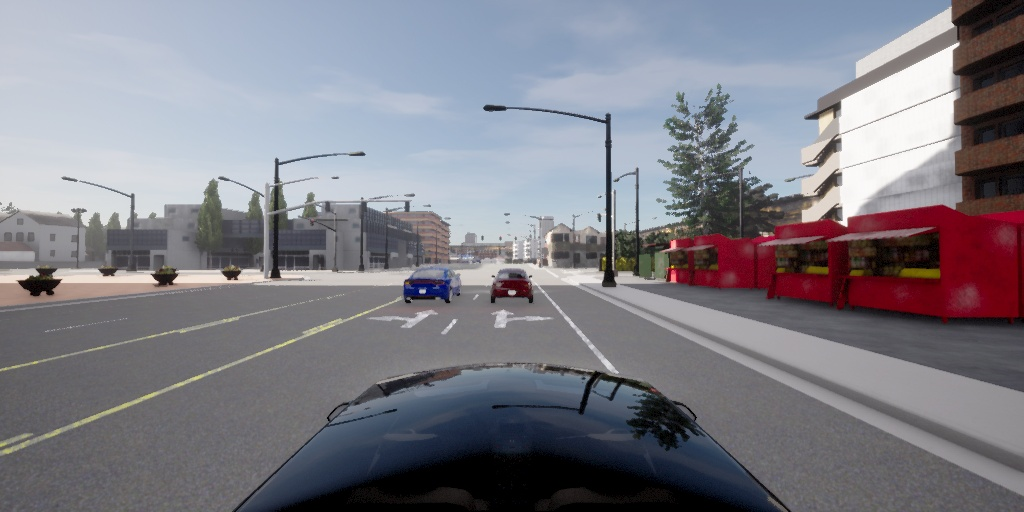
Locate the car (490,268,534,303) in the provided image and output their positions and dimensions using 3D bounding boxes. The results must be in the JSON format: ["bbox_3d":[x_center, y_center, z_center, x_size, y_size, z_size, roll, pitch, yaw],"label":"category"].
[{"bbox_3d":[0.000,1.287,16.502,1.812,1.442,4.674,0,0,0],"label":"car"}]

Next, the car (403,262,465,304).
[{"bbox_3d":[-3.500,1.239,16.502,1.882,1.535,5.008,0,0,0],"label":"car"}]
